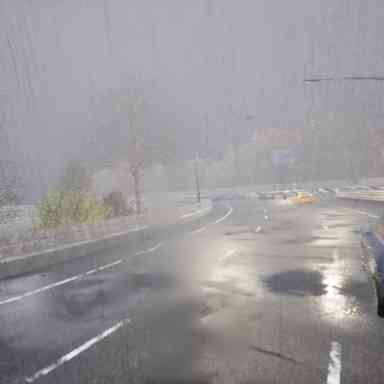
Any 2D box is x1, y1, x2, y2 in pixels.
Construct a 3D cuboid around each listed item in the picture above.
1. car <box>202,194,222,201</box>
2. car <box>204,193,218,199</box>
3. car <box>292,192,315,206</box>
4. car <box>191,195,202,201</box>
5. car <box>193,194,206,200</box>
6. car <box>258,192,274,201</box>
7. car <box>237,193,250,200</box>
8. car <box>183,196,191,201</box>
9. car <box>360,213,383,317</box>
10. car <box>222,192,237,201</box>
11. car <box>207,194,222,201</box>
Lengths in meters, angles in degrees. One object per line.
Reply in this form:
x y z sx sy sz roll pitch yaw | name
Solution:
4.468 1.304 75.089 2.097 1.767 4.553 -3 0 -13 | car
5.346 1.248 95.366 1.882 1.535 5.008 -3 0 -25 | car
13.332 0.775 39.963 1.882 1.535 5.008 -3 0 6 | car
2.219 1.613 83.483 1.837 1.490 4.892 -3 0 -20 | car
2.119 1.490 94.032 1.812 1.442 4.674 -3 0 -25 | car
13.561 0.837 61.093 2.128 1.511 4.902 -3 0 -5 | car
11.538 1.039 75.476 2.128 1.511 4.902 -3 0 -13 | car
-1.110 1.714 92.698 1.994 1.385 4.181 -3 0 -25 | car
4.622 1.085 6.636 2.097 1.767 4.553 -4 0 24 | car
7.950 1.288 75.625 1.994 1.385 4.181 -3 0 -13 | car
5.558 1.388 84.507 1.882 1.535 5.008 -3 0 -20 | car
